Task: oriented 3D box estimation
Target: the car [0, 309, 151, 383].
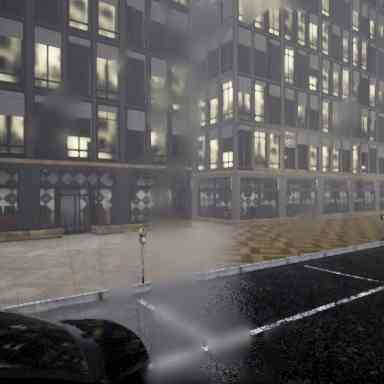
[{"bbox_3d":[-2.417,1.505,1.339,4.892,1.490,1.837,0,0,-35],"label":"car"}]
